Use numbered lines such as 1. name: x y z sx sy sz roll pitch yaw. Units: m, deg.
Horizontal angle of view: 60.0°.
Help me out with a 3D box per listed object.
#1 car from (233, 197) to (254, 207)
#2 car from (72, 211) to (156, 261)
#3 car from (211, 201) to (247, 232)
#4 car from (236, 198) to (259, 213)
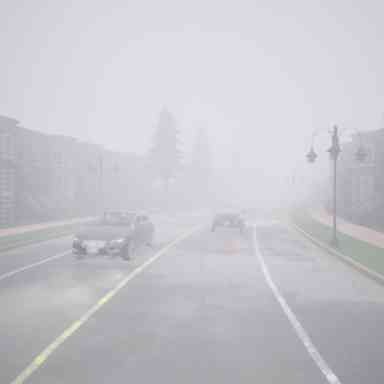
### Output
1. car: 8.290 1.614 52.972 2.033 1.411 5.357 0 0 24
2. car: -2.656 1.474 12.305 2.128 1.511 4.902 0 0 7
3. car: 2.258 1.545 20.272 1.812 1.442 4.674 0 0 10
4. car: 6.388 1.652 37.350 1.895 1.301 4.718 0 0 17
